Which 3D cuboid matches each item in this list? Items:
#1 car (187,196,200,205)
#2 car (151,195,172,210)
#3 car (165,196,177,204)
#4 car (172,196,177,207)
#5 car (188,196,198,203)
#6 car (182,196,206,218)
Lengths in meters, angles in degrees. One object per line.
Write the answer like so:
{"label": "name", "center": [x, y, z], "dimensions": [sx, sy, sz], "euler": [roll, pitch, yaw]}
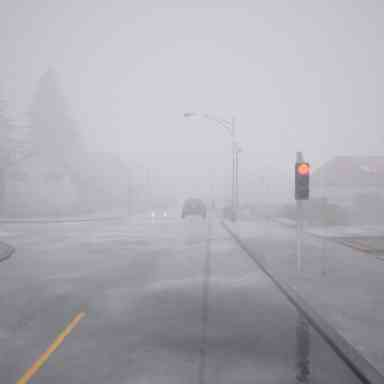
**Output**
{"label": "car", "center": [0.271, 1.491, 59.397], "dimensions": [2.128, 1.511, 4.902], "euler": [0, 0, 0]}
{"label": "car", "center": [-3.978, 1.505, 42.238], "dimensions": [1.837, 1.490, 4.892], "euler": [0, 0, 0]}
{"label": "car", "center": [-3.879, 1.477, 62.353], "dimensions": [1.882, 1.535, 5.008], "euler": [0, 0, 1]}
{"label": "car", "center": [-3.943, 1.352, 52.280], "dimensions": [2.097, 1.767, 4.553], "euler": [0, 0, 0]}
{"label": "car", "center": [0.222, 1.745, 77.176], "dimensions": [2.128, 1.511, 4.902], "euler": [0, 0, 0]}
{"label": "car", "center": [0.204, 1.352, 30.710], "dimensions": [2.097, 1.767, 4.553], "euler": [0, 0, 1]}
